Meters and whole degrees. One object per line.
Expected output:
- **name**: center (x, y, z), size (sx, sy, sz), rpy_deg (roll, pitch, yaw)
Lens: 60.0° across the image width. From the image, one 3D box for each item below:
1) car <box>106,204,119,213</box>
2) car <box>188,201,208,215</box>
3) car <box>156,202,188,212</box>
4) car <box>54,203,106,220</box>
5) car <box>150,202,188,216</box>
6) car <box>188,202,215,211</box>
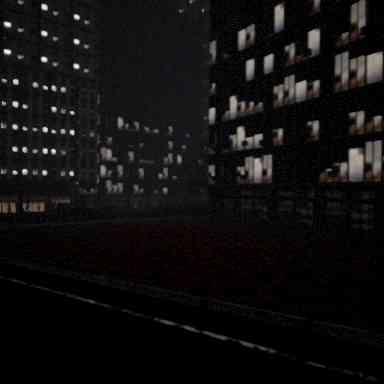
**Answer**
- **car**: center (-12.392, 2.309, 46.562), size (4.403, 1.369, 2.008), rpy_deg (0, 1, -34)
- **car**: center (1.417, 2.190, 46.454), size (5.009, 1.841, 2.192), rpy_deg (0, 1, -34)
- **car**: center (-3.173, 2.312, 52.865), size (4.829, 1.417, 1.752), rpy_deg (0, 1, -34)
- **car**: center (-12.622, 2.147, 36.855), size (5.009, 1.841, 2.192), rpy_deg (0, 1, -34)
- **car**: center (-3.265, 2.406, 43.256), size (4.507, 1.381, 1.887), rpy_deg (0, 1, -34)
- **car**: center (1.647, 2.368, 56.161), size (4.313, 1.339, 1.947), rpy_deg (0, 1, -34)
